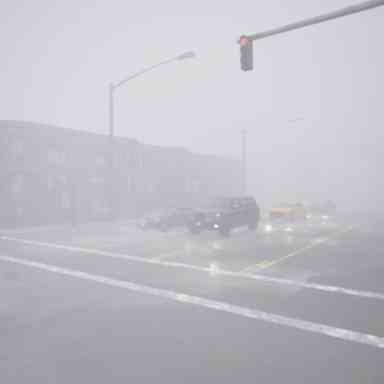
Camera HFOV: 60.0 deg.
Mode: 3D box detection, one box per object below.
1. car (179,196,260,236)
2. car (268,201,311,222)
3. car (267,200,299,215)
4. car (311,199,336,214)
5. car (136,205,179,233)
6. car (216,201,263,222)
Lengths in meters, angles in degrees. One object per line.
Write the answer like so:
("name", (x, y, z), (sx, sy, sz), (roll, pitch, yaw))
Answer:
("car", (1.946, 1.265, 19.113), (2.150, 2.045, 5.566), (0, 0, 36))
("car", (7.925, 1.520, 27.401), (1.882, 1.535, 5.008), (0, 0, 36))
("car", (9.944, 1.623, 36.159), (1.994, 1.385, 4.181), (0, 0, 36))
("car", (13.985, 1.519, 35.758), (1.882, 1.535, 5.008), (0, 0, 36))
("car", (-1.339, 1.552, 20.545), (2.128, 1.511, 4.902), (0, 0, 36))
("car", (4.121, 1.565, 28.111), (1.837, 1.490, 4.892), (0, 0, 36))
